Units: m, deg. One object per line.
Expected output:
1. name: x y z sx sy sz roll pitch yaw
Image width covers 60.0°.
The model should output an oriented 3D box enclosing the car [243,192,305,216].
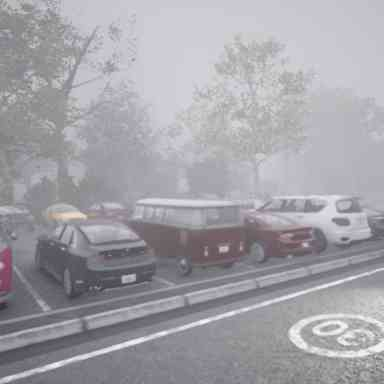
1. car: 7.798 1.071 32.082 2.435 2.045 5.566 0 0 -36

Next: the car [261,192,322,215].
1. car: 9.962 1.062 33.632 2.435 2.045 5.566 0 0 -36

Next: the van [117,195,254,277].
1. van: -0.442 1.204 10.274 1.878 1.987 4.442 0 0 -36

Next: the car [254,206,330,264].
1. car: 1.910 1.411 11.807 2.097 1.535 5.008 0 0 -36

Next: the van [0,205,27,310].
1. van: -4.866 1.240 6.822 1.878 1.987 4.442 0 0 -36

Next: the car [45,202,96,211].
1. car: -7.960 1.428 20.606 1.946 1.575 5.366 0 0 -36

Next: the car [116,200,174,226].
1. car: -3.521 1.424 23.977 2.163 1.488 4.792 0 0 -36

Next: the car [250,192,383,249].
1. car: 4.168 1.141 13.466 2.435 2.045 5.566 0 0 -36

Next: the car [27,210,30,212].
1. car: -10.331 1.489 19.135 2.002 1.452 4.674 0 0 -36

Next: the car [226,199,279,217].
1. car: 5.420 1.373 30.412 2.002 1.452 4.674 0 0 -36

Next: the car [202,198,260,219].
1. car: 3.258 1.346 28.860 2.097 1.535 5.008 0 0 -36

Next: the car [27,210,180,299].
1. car: -2.649 1.449 8.544 2.231 1.521 4.892 0 0 -36

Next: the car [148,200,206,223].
1. car: -1.290 1.406 25.645 2.163 1.488 4.792 0 0 -36

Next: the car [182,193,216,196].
1. car: 1.005 1.109 27.218 2.435 2.045 5.566 0 0 -36

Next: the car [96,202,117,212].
1. car: -5.799 1.413 22.374 2.097 1.535 5.008 0 0 -36
